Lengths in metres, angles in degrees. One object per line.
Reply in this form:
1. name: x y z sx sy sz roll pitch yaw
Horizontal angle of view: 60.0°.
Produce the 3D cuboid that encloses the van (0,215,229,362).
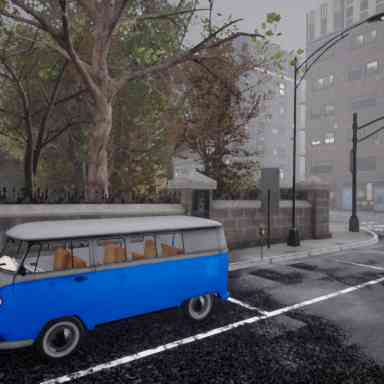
1. van: -1.219 1.342 5.621 3.998 1.788 1.690 0 1 -35
